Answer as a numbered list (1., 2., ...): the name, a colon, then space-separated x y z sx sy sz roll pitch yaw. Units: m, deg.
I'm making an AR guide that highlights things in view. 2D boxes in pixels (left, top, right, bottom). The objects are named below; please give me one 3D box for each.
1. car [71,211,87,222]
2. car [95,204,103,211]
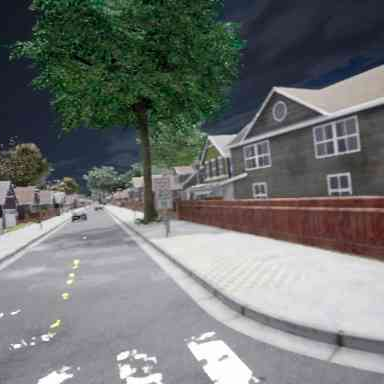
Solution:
1. car: -14.867 3.160 43.973 1.895 1.301 4.718 -5 0 -16
2. car: -23.243 3.902 83.119 2.128 1.511 4.902 -5 0 -16
